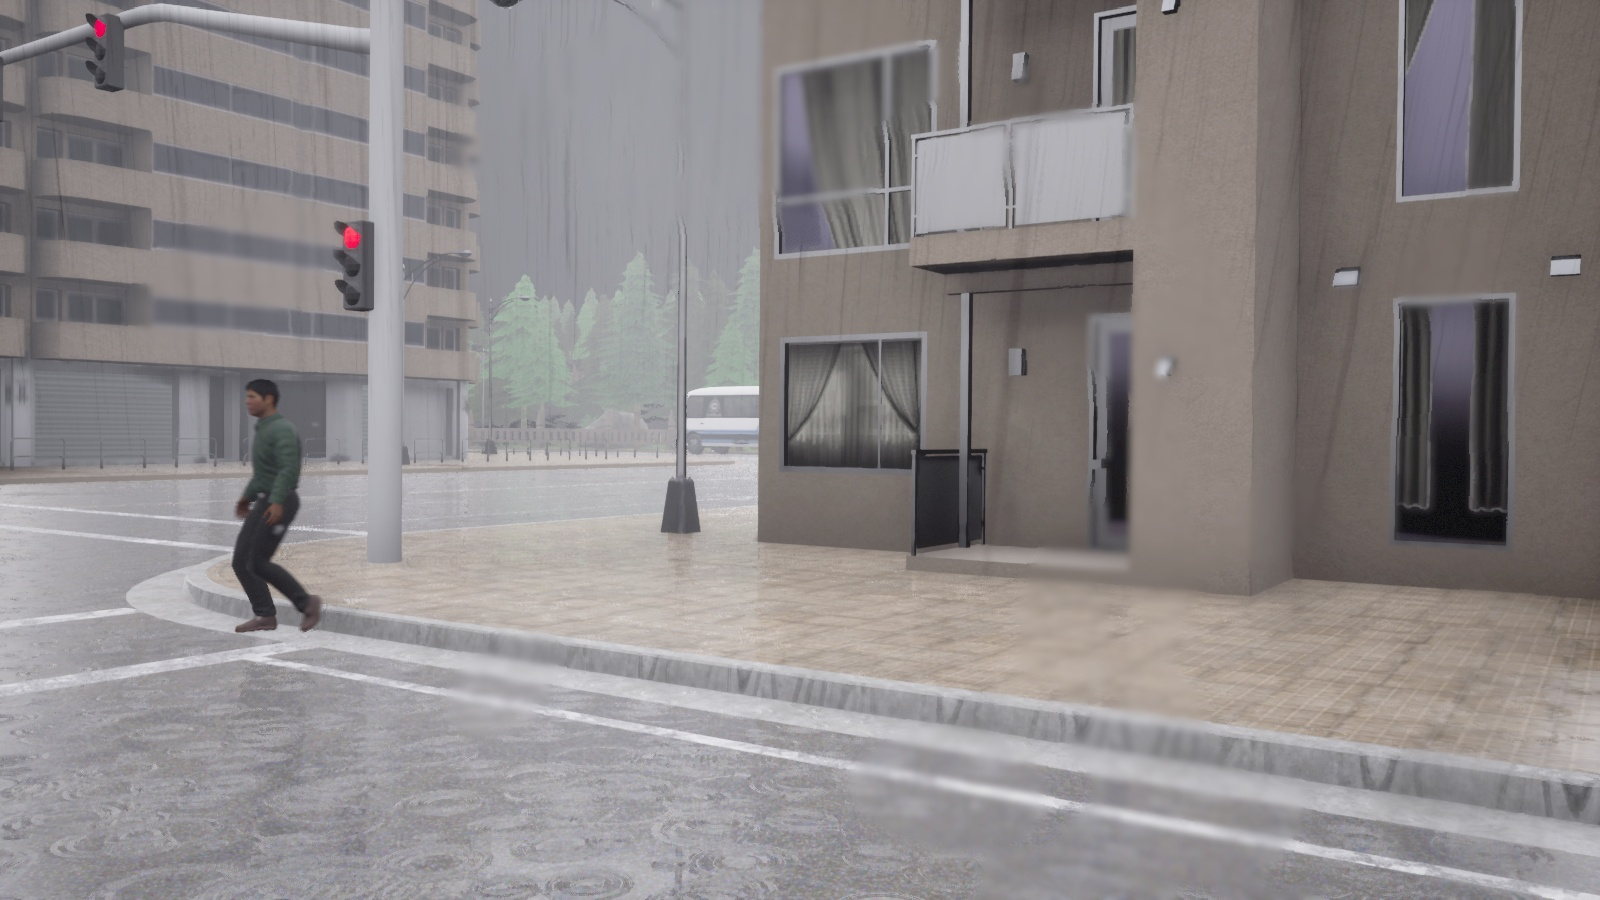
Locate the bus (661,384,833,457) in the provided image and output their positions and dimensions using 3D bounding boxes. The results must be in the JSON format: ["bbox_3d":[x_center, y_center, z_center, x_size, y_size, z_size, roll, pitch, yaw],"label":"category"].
[{"bbox_3d":[-3.351,-1.732,77.582,10.273,4.253,3.944,0,1,34],"label":"bus"}]

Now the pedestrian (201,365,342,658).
[{"bbox_3d":[-3.673,0.403,8.742,0.788,1.949,0.423,-1,1,-40],"label":"pedestrian"}]
